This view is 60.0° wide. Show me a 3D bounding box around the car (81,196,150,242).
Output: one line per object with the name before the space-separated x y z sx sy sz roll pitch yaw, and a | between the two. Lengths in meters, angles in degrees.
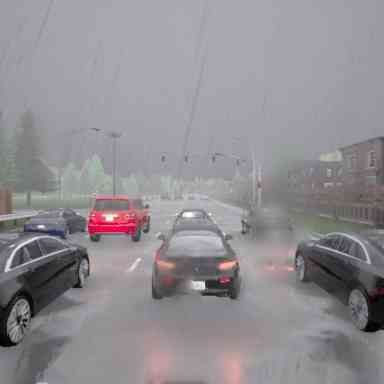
car | -3.435 1.221 16.541 2.150 2.045 5.566 0 0 0

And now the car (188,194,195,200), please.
car | -0.122 1.531 89.790 2.033 1.411 5.357 0 0 0

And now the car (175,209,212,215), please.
car | 0.062 1.564 17.063 1.994 1.385 4.181 0 0 0

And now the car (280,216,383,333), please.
car | 3.585 1.491 6.769 2.128 1.511 4.902 0 0 0

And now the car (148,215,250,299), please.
car | 0.085 1.526 8.315 1.812 1.442 4.674 0 0 0

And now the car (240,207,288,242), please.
car | 3.561 1.505 16.273 1.837 1.490 4.892 0 0 0

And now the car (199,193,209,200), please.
car | 3.378 1.217 89.825 2.150 2.045 5.566 0 0 0

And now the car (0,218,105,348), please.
car | -3.417 1.492 6.261 2.128 1.511 4.902 0 0 0

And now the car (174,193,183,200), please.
car | -3.622 1.217 89.815 2.150 2.045 5.566 0 0 0

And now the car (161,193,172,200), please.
car | -7.122 1.217 89.810 2.150 2.045 5.566 0 0 0

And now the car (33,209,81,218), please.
car | -6.936 1.564 17.315 1.994 1.385 4.181 0 0 0
